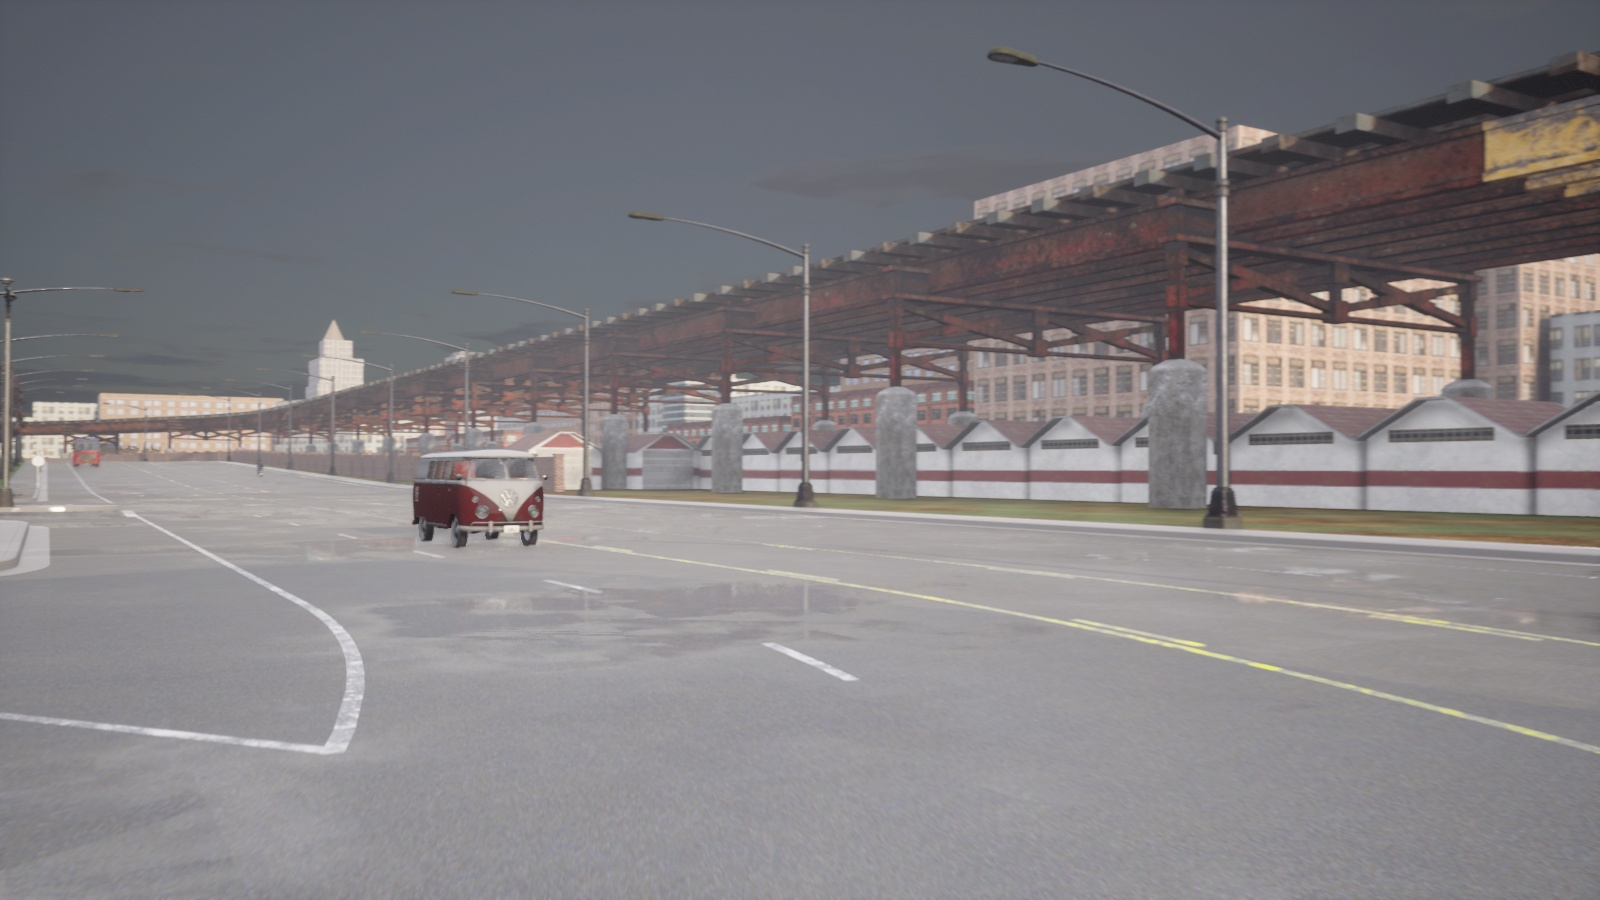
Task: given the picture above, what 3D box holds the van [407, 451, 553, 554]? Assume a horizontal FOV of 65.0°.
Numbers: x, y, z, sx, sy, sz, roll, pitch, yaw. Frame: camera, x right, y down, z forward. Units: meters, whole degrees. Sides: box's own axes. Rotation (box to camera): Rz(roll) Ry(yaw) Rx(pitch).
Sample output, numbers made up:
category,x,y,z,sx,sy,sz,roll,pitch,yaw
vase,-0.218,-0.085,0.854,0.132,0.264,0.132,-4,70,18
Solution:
category,x,y,z,sx,sy,sz,roll,pitch,yaw
van,-6.849,1.049,26.553,1.775,1.987,4.442,0,-1,-31
